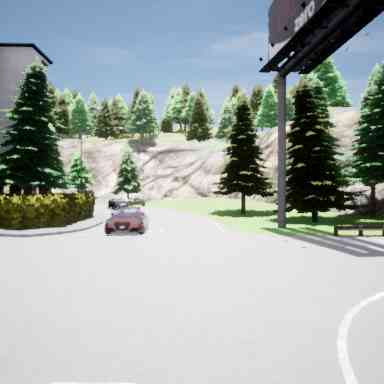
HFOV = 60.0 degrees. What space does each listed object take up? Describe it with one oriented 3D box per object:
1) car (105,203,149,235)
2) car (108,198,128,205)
[{"bbox_3d":[-3.533,1.564,18.675,1.994,1.385,4.181,0,0,-1],"label":"car"},{"bbox_3d":[-9.472,1.472,42.788,2.128,1.511,4.902,0,0,-27],"label":"car"}]
